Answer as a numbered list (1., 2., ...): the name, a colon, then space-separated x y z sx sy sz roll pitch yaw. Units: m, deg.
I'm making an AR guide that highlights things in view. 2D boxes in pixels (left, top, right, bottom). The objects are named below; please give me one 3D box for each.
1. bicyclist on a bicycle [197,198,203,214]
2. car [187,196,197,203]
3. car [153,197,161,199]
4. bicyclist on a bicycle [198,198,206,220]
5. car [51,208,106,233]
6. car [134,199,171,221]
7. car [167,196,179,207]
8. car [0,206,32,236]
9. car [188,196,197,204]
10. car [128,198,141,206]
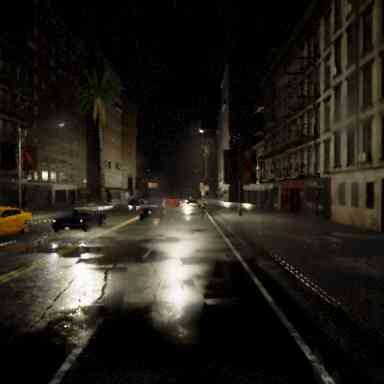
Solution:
1. bicyclist on a bicycle: 0.900 1.512 36.563 0.582 1.620 1.656 0 0 0
2. car: 0.012 1.777 78.816 2.128 1.511 4.902 0 0 0
3. car: -6.519 1.686 61.247 1.812 1.442 4.674 0 0 1
4. bicyclist on a bicycle: 0.899 1.488 27.239 0.582 1.620 1.656 0 0 0
5. car: -6.595 1.620 19.813 1.895 1.301 4.718 0 0 0
6. car: -3.147 1.583 27.468 2.033 1.411 5.357 0 0 0
7. car: -3.142 1.475 53.732 2.097 1.767 4.553 0 0 0
8. car: -9.846 1.490 16.536 1.882 1.535 5.008 0 0 0
9. car: 0.062 1.686 68.399 2.128 1.511 4.902 0 0 1
10. car: -9.780 1.704 57.679 1.994 1.385 4.181 0 0 1
